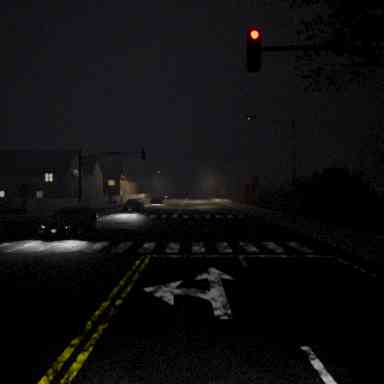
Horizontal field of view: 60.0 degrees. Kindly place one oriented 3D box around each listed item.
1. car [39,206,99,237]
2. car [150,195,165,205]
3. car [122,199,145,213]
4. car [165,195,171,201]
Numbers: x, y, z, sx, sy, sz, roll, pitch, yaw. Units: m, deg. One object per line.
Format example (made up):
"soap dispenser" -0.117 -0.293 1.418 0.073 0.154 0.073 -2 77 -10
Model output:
"car" -6.464 1.554 17.961 1.837 1.490 4.892 0 0 0
"car" -6.403 1.543 59.658 1.994 1.385 4.181 0 1 0
"car" -6.443 1.528 36.986 2.128 1.511 4.902 0 1 0
"car" -6.364 1.410 83.041 2.033 1.411 5.357 0 0 0
